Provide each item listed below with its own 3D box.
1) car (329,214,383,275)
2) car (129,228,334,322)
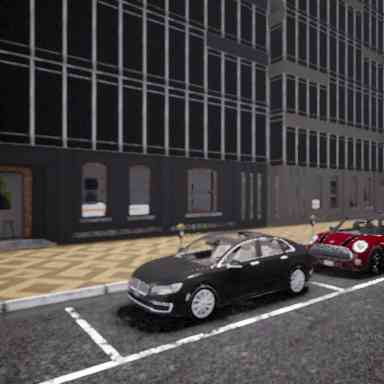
[{"bbox_3d":[5.444,1.462,10.449,4.097,1.590,1.967,0,0,-36],"label":"car"},{"bbox_3d":[0.810,1.562,7.141,4.403,1.369,2.008,0,0,-36],"label":"car"}]
